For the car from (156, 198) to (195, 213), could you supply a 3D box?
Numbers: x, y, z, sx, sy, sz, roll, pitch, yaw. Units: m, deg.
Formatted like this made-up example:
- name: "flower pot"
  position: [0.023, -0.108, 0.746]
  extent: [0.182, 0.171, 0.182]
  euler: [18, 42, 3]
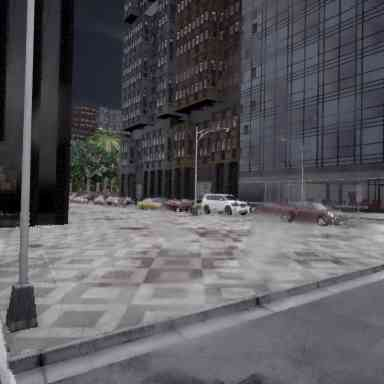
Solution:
- name: "car"
  position: [-1.579, 1.482, 35.225]
  extent: [1.887, 1.381, 4.507]
  euler: [2, -1, -35]

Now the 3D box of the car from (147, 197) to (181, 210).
- name: "car"
  position: [-3.680, 1.503, 42.789]
  extent: [2.128, 1.511, 4.902]
  euler: [2, -1, -35]

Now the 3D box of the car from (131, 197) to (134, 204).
- name: "car"
  position: [-11.245, 1.624, 58.709]
  extent: [1.812, 1.442, 4.674]
  euler: [2, -1, -35]

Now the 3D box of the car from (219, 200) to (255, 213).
- name: "car"
  position: [5.363, 1.727, 40.167]
  extent: [1.947, 1.339, 4.313]
  euler: [2, -1, -35]

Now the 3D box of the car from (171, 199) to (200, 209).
- name: "car"
  position: [-1.007, 1.718, 49.103]
  extent: [2.008, 1.369, 4.403]
  euler: [2, -1, -35]

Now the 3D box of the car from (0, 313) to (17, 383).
- name: "car"
  position: [-3.555, 1.222, 0.849]
  extent: [5.566, 2.045, 2.150]
  euler: [0, 0, -35]

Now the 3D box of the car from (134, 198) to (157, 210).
- name: "car"
  position: [-4.666, 1.466, 39.555]
  extent: [1.752, 1.417, 4.829]
  euler: [2, -1, -35]

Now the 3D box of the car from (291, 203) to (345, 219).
- name: "car"
  position: [11.732, 1.720, 31.232]
  extent: [1.947, 1.339, 4.313]
  euler: [2, -1, -35]

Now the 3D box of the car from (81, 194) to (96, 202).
- name: "car"
  position: [-26.482, 1.484, 84.849]
  extent: [2.192, 1.841, 5.009]
  euler: [2, -1, -35]

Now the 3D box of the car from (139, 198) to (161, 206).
- name: "car"
  position: [-7.377, 1.722, 58.040]
  extent: [2.008, 1.369, 4.403]
  euler: [2, -1, -35]

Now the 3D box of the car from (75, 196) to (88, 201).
- name: "car"
  position: [-29.770, 1.694, 89.452]
  extent: [1.752, 1.417, 4.829]
  euler: [2, -1, -35]

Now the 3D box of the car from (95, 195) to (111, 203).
- name: "car"
  position: [-20.290, 1.513, 75.515]
  extent: [2.097, 1.767, 4.553]
  euler: [2, -1, -35]

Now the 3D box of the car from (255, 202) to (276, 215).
- name: "car"
  position: [8.547, 1.740, 35.700]
  extent: [1.802, 1.307, 4.206]
  euler: [2, -1, -35]

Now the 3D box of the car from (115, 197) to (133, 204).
- name: "car"
  position: [-13.747, 1.736, 66.975]
  extent: [1.947, 1.339, 4.313]
  euler: [2, -1, -35]

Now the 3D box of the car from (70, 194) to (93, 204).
- name: "car"
  position: [-20.593, 1.472, 61.898]
  extent: [1.752, 1.417, 4.829]
  euler: [2, -1, -35]

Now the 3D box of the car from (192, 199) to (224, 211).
- name: "car"
  position: [2.080, 1.690, 44.774]
  extent: [1.752, 1.417, 4.829]
  euler: [2, -1, -35]

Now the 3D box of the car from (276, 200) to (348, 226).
- name: "car"
  position: [7.961, 1.367, 21.847]
  extent: [1.967, 1.590, 4.097]
  euler: [2, -1, -37]

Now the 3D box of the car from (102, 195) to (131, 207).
- name: "car"
  position: [-11.134, 1.386, 48.632]
  extent: [1.967, 1.590, 4.097]
  euler: [2, -1, -35]

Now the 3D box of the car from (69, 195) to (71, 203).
- name: "car"
  position: [-23.876, 1.386, 66.507]
  extent: [1.967, 1.590, 4.097]
  euler: [2, -1, -35]

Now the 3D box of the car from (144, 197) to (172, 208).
- name: "car"
  position: [-5.172, 1.589, 50.263]
  extent: [2.128, 1.511, 4.902]
  euler: [2, -1, -35]

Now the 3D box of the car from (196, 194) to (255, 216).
- name: "car"
  position: [3.204, 1.226, 33.117]
  extent: [2.150, 2.045, 5.566]
  euler: [2, -1, -35]

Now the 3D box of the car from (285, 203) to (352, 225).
- name: "car"
  position: [9.259, 1.562, 24.604]
  extent: [1.994, 1.385, 4.181]
  euler: [2, -1, -36]

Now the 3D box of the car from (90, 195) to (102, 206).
- name: "car"
  position: [-14.322, 1.529, 53.098]
  extent: [1.802, 1.307, 4.206]
  euler: [2, -1, -35]
